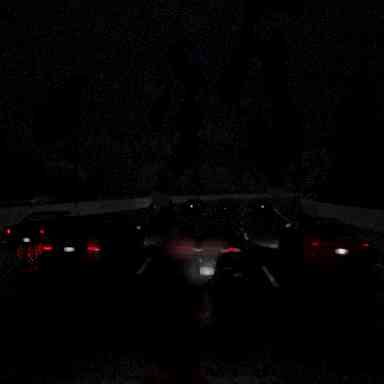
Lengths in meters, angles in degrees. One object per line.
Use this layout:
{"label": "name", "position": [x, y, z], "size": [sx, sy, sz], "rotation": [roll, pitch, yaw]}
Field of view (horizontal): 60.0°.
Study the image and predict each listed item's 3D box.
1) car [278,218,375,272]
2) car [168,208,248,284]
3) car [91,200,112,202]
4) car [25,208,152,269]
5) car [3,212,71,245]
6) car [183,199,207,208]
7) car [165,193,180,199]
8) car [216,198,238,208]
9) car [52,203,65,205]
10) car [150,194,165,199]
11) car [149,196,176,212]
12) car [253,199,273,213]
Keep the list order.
{"label": "car", "position": [4.081, 1.517, 10.732], "size": [1.994, 1.385, 4.181], "rotation": [0, 0, 4]}
{"label": "car", "position": [0.477, 1.450, 9.455], "size": [2.128, 1.511, 4.902], "rotation": [0, 0, 4]}
{"label": "car", "position": [-11.995, 1.284, 45.209], "size": [2.128, 1.511, 4.902], "rotation": [0, 0, 14]}
{"label": "car", "position": [-2.939, 1.497, 10.962], "size": [2.033, 1.411, 5.357], "rotation": [0, 0, 4]}
{"label": "car", "position": [-6.128, 1.531, 14.952], "size": [1.895, 1.301, 4.718], "rotation": [0, 0, 5]}
{"label": "car", "position": [0.357, 1.404, 35.416], "size": [1.994, 1.385, 4.181], "rotation": [0, 0, 11]}
{"label": "car", "position": [-5.047, 0.986, 86.570], "size": [1.837, 1.490, 4.892], "rotation": [0, 0, 25]}
{"label": "car", "position": [3.537, 1.342, 33.472], "size": [2.128, 1.511, 4.902], "rotation": [0, 0, 11]}
{"label": "car", "position": [-18.637, 1.380, 47.589], "size": [1.895, 1.301, 4.718], "rotation": [0, 0, 14]}
{"label": "car", "position": [-8.918, 1.117, 86.488], "size": [1.895, 1.301, 4.718], "rotation": [0, 0, 23]}
{"label": "car", "position": [-3.196, 1.364, 35.524], "size": [1.812, 1.442, 4.674], "rotation": [0, 0, 11]}
{"label": "car", "position": [7.363, 1.410, 34.750], "size": [1.994, 1.385, 4.181], "rotation": [0, 0, 12]}
